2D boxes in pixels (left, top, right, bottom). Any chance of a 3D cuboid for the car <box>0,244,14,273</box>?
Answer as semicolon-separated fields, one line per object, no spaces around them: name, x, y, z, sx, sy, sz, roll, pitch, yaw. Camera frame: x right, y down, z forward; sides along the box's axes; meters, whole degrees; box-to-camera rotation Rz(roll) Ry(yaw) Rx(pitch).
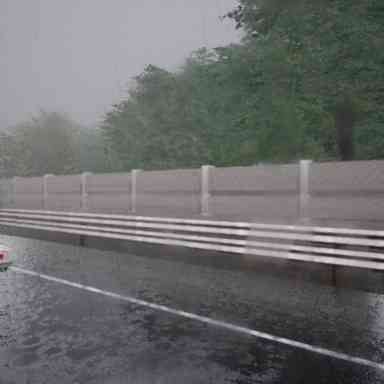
car;-6.836;1.607;8.952;4.718;1.301;1.895;0;0;36
